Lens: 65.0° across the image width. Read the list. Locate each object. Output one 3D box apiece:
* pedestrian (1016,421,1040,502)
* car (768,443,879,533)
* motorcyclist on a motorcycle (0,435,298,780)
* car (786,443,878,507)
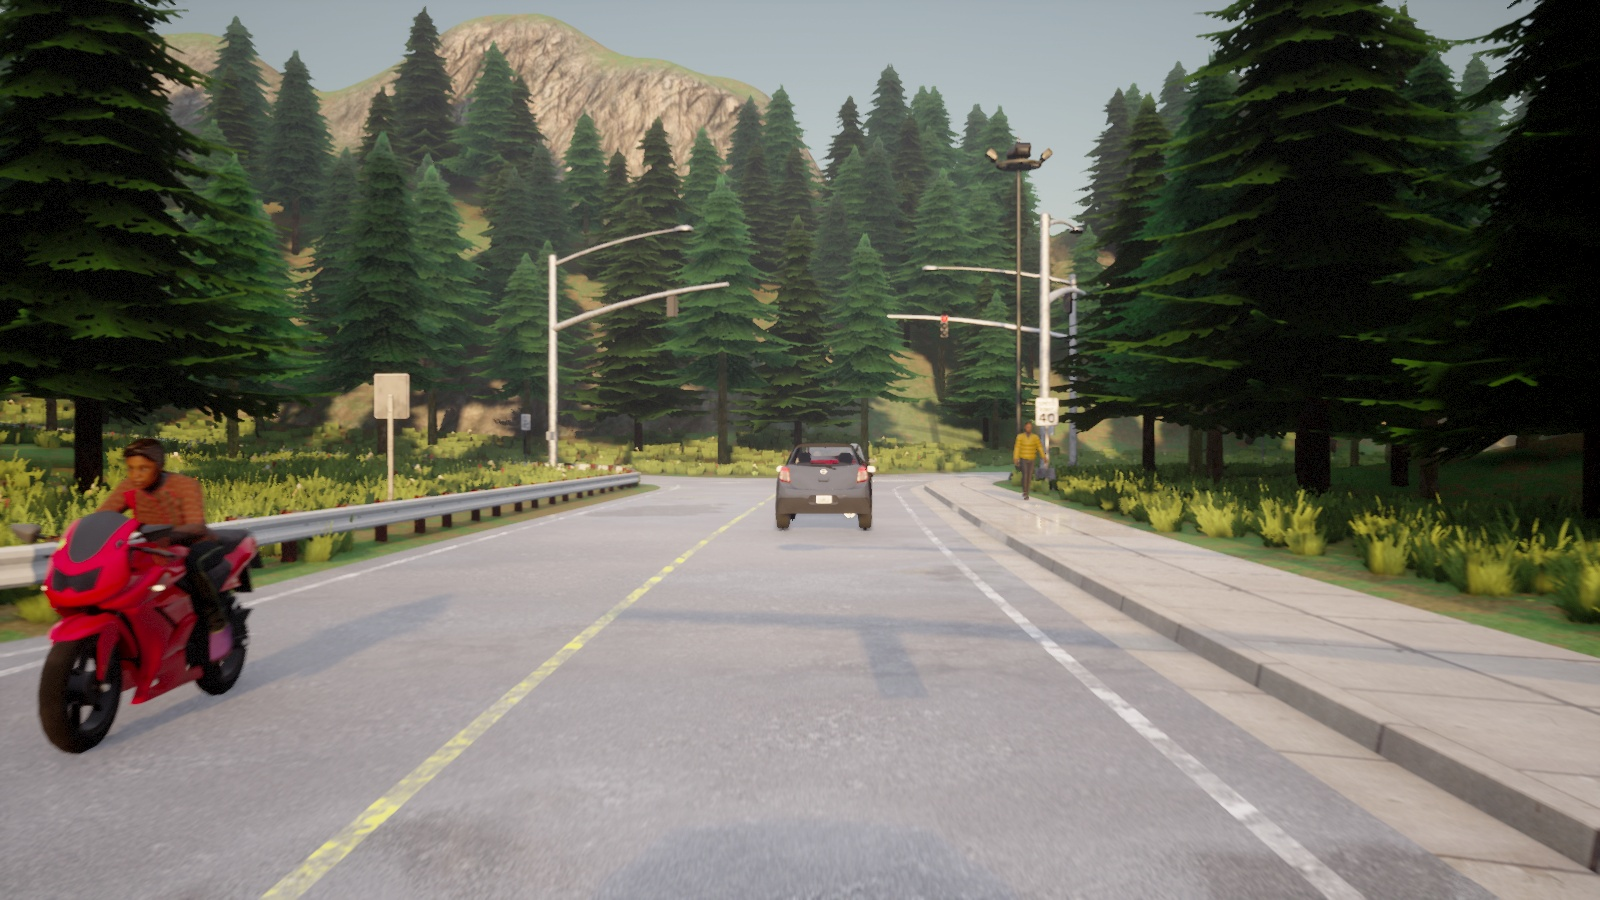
[{"bbox_3d":[5.239,0.250,28.908,0.431,1.840,0.709,0,0,2],"label":"pedestrian"},{"bbox_3d":[0.464,0.630,22.806,1.845,1.501,3.633,0,0,2],"label":"car"},{"bbox_3d":[-3.441,0.689,6.557,0.797,1.523,2.044,0,0,1],"label":"motorcyclist on a motorcycle"},{"bbox_3d":[0.852,0.568,31.695,2.163,1.488,4.792,0,0,3],"label":"car"}]
